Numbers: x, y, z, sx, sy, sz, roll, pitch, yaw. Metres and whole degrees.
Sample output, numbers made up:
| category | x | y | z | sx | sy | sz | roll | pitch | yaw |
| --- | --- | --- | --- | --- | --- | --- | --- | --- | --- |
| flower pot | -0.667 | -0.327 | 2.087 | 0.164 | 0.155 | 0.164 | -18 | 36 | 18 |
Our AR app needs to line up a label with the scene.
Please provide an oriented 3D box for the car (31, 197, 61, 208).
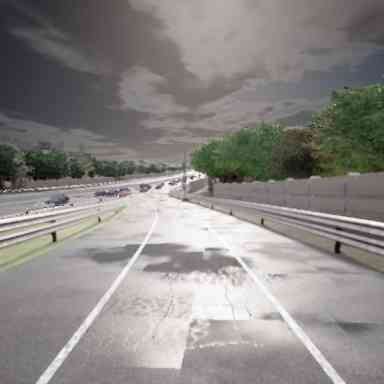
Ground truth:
| category | x | y | z | sx | sy | sz | roll | pitch | yaw |
| --- | --- | --- | --- | --- | --- | --- | --- | --- | --- |
| car | -21.456 | 2.008 | 48.215 | 1.812 | 1.442 | 4.674 | 0 | 3 | 7 |

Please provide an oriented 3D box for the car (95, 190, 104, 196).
| category | x | y | z | sx | sy | sz | roll | pitch | yaw |
| --- | --- | --- | --- | --- | --- | --- | --- | --- | --- |
| car | -23.791 | 0.193 | 87.093 | 2.128 | 1.511 | 4.902 | 0 | 3 | 7 |

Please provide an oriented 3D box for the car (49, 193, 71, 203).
| category | x | y | z | sx | sy | sz | roll | pitch | yaw |
| --- | --- | --- | --- | --- | --- | --- | --- | --- | --- |
| car | -26.338 | 1.120 | 66.400 | 2.097 | 1.767 | 4.553 | 0 | 3 | 7 |

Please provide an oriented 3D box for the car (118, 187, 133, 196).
| category | x | y | z | sx | sy | sz | roll | pitch | yaw |
| --- | --- | --- | --- | --- | --- | --- | --- | --- | --- |
| car | -16.842 | 0.070 | 86.245 | 2.097 | 1.767 | 4.553 | 0 | 3 | 7 |

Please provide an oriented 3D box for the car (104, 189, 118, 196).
| category | x | y | z | sx | sy | sz | roll | pitch | yaw |
| --- | --- | --- | --- | --- | --- | --- | --- | --- | --- |
| car | -20.319 | 0.047 | 86.650 | 2.097 | 1.767 | 4.553 | 0 | 3 | 7 |

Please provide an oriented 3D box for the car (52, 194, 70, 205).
| category | x | y | z | sx | sy | sz | roll | pitch | yaw |
| --- | --- | --- | --- | --- | --- | --- | --- | --- | --- |
| car | -23.730 | 1.650 | 58.898 | 2.033 | 1.411 | 5.357 | 0 | 3 | 7 |
